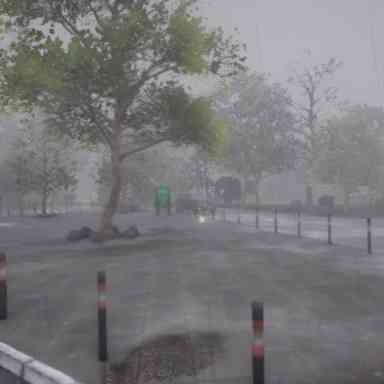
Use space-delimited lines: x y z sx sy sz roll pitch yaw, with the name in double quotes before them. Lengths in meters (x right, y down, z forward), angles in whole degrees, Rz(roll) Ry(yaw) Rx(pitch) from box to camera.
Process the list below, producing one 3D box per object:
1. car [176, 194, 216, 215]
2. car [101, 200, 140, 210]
"car" 0.298 1.187 34.388 2.150 2.045 5.566 0 -1 -29
"car" -8.973 1.652 42.172 4.718 1.301 1.895 -1 0 -1
